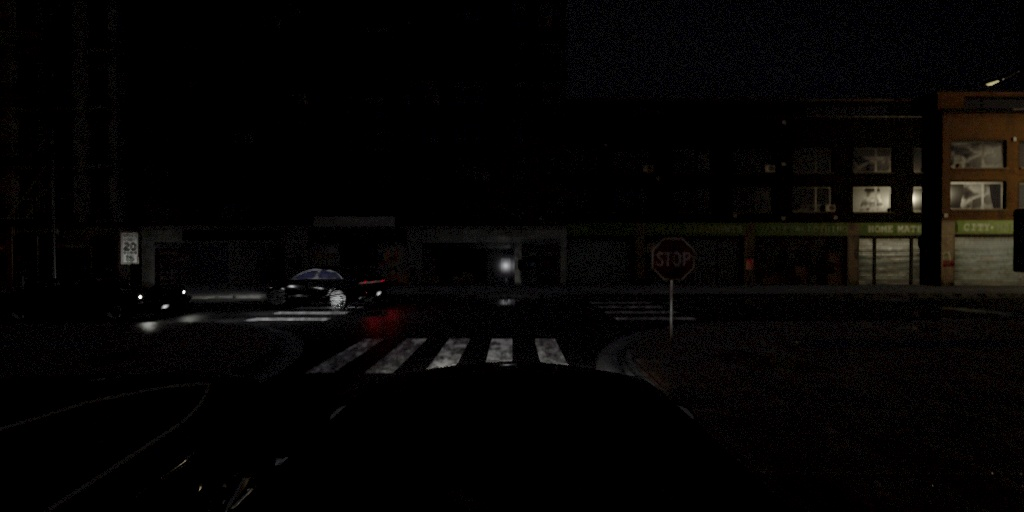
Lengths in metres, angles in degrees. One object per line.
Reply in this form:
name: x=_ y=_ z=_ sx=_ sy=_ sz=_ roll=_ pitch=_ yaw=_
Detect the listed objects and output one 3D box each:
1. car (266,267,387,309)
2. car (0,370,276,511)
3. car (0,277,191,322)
car: x=-7.357 y=1.187 z=14.207 sx=4.902 sy=1.511 sz=2.128 roll=0 pitch=0 yaw=17
car: x=-2.639 y=1.319 z=1.011 sx=1.948 sy=1.339 sz=4.313 roll=0 pitch=0 yaw=0
car: x=-13.429 y=1.332 z=11.626 sx=4.718 sy=1.301 sz=1.895 roll=0 pitch=0 yaw=0
